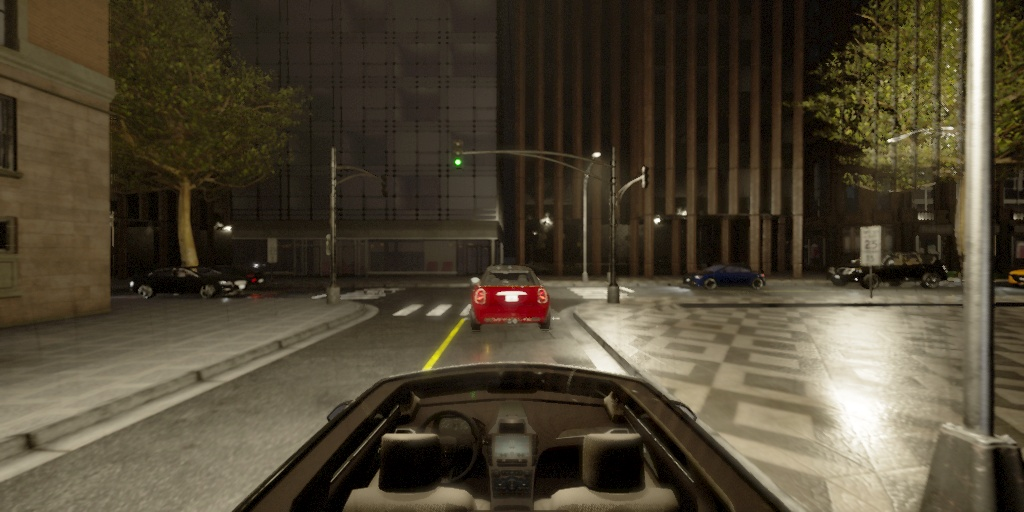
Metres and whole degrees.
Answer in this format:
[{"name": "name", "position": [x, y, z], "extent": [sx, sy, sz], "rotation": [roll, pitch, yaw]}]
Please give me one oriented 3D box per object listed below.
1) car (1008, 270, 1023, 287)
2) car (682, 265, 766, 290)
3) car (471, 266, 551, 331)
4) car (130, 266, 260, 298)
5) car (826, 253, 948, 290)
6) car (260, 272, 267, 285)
[{"name": "car", "position": [32.062, 1.065, 20.755], "extent": [5.008, 1.535, 1.882], "rotation": [0, 0, 0]}, {"name": "car", "position": [12.226, 1.207, 20.813], "extent": [4.181, 1.385, 1.994], "rotation": [0, 0, 0]}, {"name": "car", "position": [-0.173, 1.075, 11.094], "extent": [2.097, 1.767, 4.553], "rotation": [0, 0, -5]}, {"name": "car", "position": [-15.757, 1.263, 17.678], "extent": [4.902, 1.511, 2.128], "rotation": [0, 0, 0]}, {"name": "car", "position": [21.611, 0.834, 20.781], "extent": [5.566, 2.045, 2.150], "rotation": [0, 0, 0]}, {"name": "car", "position": [-16.944, 1.281, 20.927], "extent": [4.674, 1.442, 1.812], "rotation": [0, 0, 0]}]
